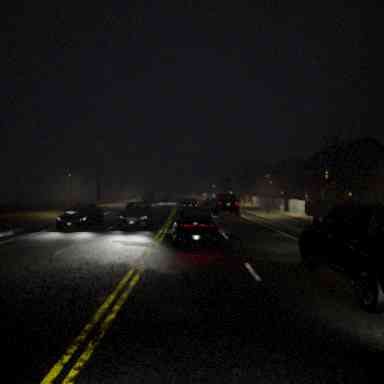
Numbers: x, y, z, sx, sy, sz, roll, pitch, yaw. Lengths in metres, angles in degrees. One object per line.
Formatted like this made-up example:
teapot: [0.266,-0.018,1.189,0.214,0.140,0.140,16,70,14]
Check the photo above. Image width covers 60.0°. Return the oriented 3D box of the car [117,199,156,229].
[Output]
car: [-3.360,1.407,20.817,2.128,1.511,4.902,0,0,-1]

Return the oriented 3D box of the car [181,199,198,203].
car: [-0.249,1.438,37.665,2.033,1.411,5.357,0,0,-2]

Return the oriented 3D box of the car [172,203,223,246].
car: [0.150,1.459,14.995,1.837,1.490,4.892,0,0,0]

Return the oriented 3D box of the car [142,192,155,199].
car: [-7.932,1.029,61.367,2.150,2.045,5.566,0,0,-3]

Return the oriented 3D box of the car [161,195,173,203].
car: [-4.748,1.316,62.606,1.837,1.490,4.892,0,0,-3]

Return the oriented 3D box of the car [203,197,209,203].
car: [2.581,1.448,46.894,1.994,1.385,4.181,0,0,-2]

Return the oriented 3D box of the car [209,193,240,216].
car: [3.121,1.152,31.508,2.150,2.045,5.566,0,0,-1]

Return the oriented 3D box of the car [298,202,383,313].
car: [4.303,1.232,7.787,2.150,2.045,5.566,0,0,0]

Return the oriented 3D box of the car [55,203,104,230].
car: [-6.601,1.420,20.125,1.812,1.442,4.674,0,0,-1]
